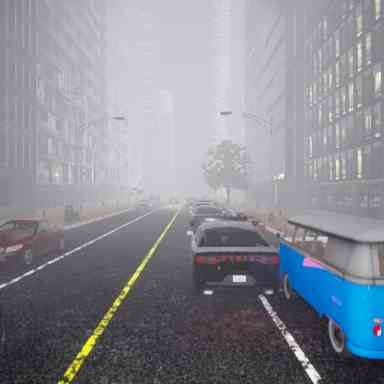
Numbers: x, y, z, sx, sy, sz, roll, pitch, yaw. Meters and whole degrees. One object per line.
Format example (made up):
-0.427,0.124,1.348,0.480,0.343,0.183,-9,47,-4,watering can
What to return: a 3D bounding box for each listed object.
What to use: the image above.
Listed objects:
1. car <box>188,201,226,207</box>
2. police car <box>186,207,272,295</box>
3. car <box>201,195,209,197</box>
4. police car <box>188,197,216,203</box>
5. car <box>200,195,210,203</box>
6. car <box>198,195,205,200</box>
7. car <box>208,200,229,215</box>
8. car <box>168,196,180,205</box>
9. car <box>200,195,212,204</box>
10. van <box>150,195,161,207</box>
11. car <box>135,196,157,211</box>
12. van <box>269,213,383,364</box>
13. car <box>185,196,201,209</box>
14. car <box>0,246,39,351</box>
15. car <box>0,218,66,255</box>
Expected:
0.874,1.478,18.725,1.882,1.535,5.008,0,0,0,car
0.888,1.425,8.835,1.930,1.638,5.238,0,0,0,police car
2.628,1.544,45.555,2.008,1.369,4.403,0,0,0,car
0.866,1.425,24.835,1.930,1.638,5.238,0,0,0,police car
2.597,1.401,68.325,1.967,1.590,4.097,0,0,0,car
2.566,1.463,91.095,1.887,1.381,4.507,0,0,0,car
2.643,1.581,34.171,1.802,1.307,4.206,0,0,0,car
-3.079,1.471,56.862,2.128,1.511,4.902,0,0,0,car
2.605,1.410,62.633,1.967,1.590,4.097,0,0,0,car
-5.760,1.328,51.240,1.690,1.788,3.998,0,0,0,van
-5.745,1.548,39.855,2.008,1.369,4.403,0,0,0,car
2.683,1.341,5.709,1.690,1.788,3.998,0,0,0,van
-0.052,1.594,45.802,1.895,1.301,4.718,0,0,0,car
-3.102,1.491,1.914,2.128,1.511,4.902,0,0,0,car
-5.706,1.582,11.392,1.802,1.307,4.206,0,0,0,car
